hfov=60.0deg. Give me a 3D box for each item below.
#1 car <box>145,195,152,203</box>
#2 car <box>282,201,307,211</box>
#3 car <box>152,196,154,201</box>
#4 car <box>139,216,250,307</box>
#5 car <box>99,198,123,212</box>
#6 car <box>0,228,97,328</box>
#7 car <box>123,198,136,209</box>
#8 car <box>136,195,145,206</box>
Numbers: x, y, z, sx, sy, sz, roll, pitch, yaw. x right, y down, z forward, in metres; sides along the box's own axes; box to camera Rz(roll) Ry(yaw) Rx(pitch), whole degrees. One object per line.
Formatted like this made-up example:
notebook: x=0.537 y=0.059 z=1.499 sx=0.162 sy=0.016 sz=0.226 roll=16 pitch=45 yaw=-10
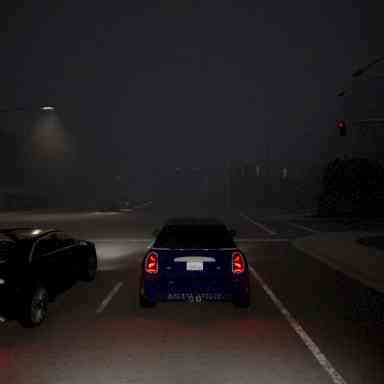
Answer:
car: x=-10.636 y=1.554 z=72.761 sx=2.097 sy=1.767 sz=4.553 roll=0 pitch=1 yaw=0
car: x=14.649 y=1.947 z=47.567 sx=1.812 sy=1.442 sz=4.674 roll=-1 pitch=-1 yaw=45
car: x=-10.655 y=1.635 z=82.894 sx=2.128 sy=1.511 sz=4.902 roll=0 pitch=0 yaw=0
car: x=0.058 y=1.364 z=8.133 sx=2.097 sy=1.767 sz=4.553 roll=0 pitch=0 yaw=0
car: x=-10.677 y=1.852 z=43.357 sx=1.812 sy=1.442 sz=4.674 roll=0 pitch=-1 yaw=0
car: x=-3.447 y=1.503 z=6.993 sx=2.128 sy=1.511 sz=4.902 roll=0 pitch=0 yaw=0
car: x=-10.692 y=1.742 z=52.922 sx=2.097 sy=1.767 sz=4.553 roll=0 pitch=0 yaw=0
car: x=-10.674 y=1.820 z=62.708 sx=1.882 sy=1.535 sz=5.008 roll=0 pitch=1 yaw=0
